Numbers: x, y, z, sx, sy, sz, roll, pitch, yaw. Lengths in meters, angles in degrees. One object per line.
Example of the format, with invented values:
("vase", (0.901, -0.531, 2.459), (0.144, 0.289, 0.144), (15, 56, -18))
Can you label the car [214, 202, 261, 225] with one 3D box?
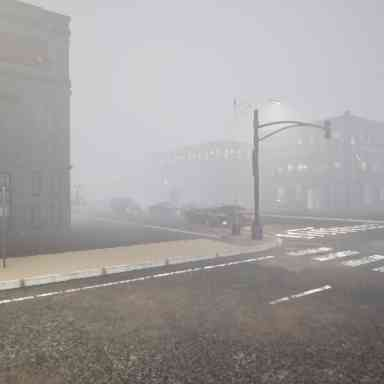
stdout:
("car", (3.314, 1.744, 26.293), (1.812, 1.442, 4.674), (-1, 0, -35))

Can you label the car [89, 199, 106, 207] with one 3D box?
("car", (-19.441, 2.227, 68.094), (1.887, 1.381, 4.507), (-1, 0, -36))

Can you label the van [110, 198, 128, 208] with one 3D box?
("van", (-13.012, 1.906, 59.085), (1.690, 1.788, 3.998), (-1, 0, -36))

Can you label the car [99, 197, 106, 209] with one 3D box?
("car", (-12.947, 2.042, 54.562), (2.128, 1.511, 4.902), (-1, 0, -36))

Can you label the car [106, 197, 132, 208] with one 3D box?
("car", (-8.778, 1.677, 43.245), (2.150, 2.045, 5.566), (-1, 0, -35))

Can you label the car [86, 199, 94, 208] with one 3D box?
("car", (-19.256, 2.158, 63.395), (2.128, 1.511, 4.902), (-1, 0, -36))

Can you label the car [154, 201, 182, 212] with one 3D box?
("car", (-3.356, 1.965, 45.572), (1.802, 1.307, 4.206), (-2, 0, -36))

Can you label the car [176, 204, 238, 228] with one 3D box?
("car", (1.007, 1.814, 24.833), (1.947, 1.339, 4.313), (-2, 0, -36))

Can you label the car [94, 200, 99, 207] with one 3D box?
("car", (-16.230, 1.939, 63.589), (2.192, 1.841, 5.009), (-1, 0, -36))

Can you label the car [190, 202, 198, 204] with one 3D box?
("car", (-0.140, 1.903, 41.068), (1.802, 1.307, 4.206), (-2, 0, -36))

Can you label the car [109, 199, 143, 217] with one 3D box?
("car", (-6.961, 1.846, 36.196), (1.967, 1.590, 4.097), (-1, 0, -36))

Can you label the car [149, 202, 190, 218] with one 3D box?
("car", (-2.733, 1.830, 34.752), (2.128, 1.511, 4.902), (-1, 0, -36))
